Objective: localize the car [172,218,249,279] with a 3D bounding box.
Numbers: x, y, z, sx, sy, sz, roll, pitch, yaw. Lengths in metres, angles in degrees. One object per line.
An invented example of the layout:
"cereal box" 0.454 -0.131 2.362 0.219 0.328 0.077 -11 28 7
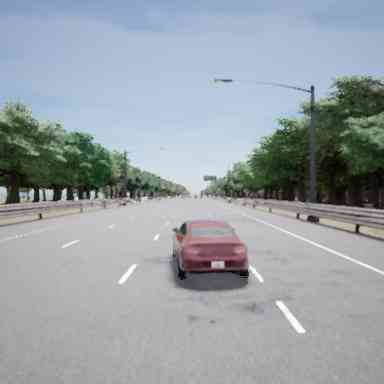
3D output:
"car" 0.414 1.498 9.931 1.812 1.442 4.674 0 0 -5
